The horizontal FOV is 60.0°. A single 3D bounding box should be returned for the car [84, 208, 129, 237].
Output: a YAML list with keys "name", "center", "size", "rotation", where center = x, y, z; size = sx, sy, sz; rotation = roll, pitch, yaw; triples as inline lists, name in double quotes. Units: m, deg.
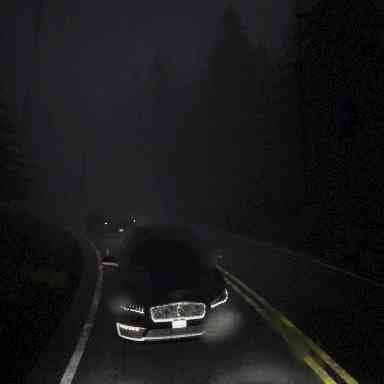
- name: "car"
  center: [-4.616, 1.609, 18.511]
  size: [1.895, 1.301, 4.718]
  rotation: [-3, 1, -29]

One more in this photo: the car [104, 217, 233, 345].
- name: "car"
  center: [-0.640, 1.494, 6.775]
  size: [1.837, 1.490, 4.892]
  rotation: [-1, 0, -11]
